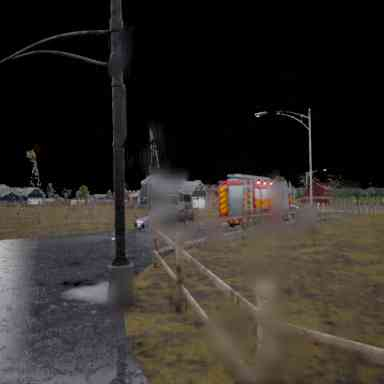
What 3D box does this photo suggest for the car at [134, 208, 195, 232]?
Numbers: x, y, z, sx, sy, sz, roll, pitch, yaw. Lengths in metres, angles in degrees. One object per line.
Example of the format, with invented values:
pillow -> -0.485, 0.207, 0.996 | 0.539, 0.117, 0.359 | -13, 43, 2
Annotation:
car -> -1.779, 1.826, 22.634 | 2.128, 1.511, 4.902 | -2, -2, 38

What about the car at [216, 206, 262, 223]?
car -> 4.525, 2.057, 31.215 | 2.033, 1.411, 5.357 | -2, -2, 36

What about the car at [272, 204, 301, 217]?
car -> 11.673, 2.219, 40.895 | 1.837, 1.490, 4.892 | -2, -2, 37

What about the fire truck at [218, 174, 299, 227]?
fire truck -> 5.497, 0.700, 26.500 | 2.891, 3.827, 8.468 | -2, -2, 36
